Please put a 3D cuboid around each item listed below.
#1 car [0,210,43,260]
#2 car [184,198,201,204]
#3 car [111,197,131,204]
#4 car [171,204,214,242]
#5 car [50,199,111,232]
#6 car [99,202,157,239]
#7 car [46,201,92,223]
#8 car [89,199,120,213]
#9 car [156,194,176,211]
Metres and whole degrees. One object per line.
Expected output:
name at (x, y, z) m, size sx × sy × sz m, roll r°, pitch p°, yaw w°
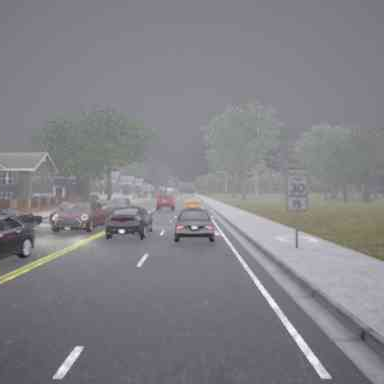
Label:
car at (-6.560, 1.508, 9.991) m, size 1.837 × 1.490 × 4.892 m, roll 0°, pitch 0°, yaw 2°
car at (0.109, 1.482, 39.818) m, size 1.882 × 1.535 × 5.008 m, roll 0°, pitch 0°, yaw 0°
car at (-6.533, 1.356, 29.789) m, size 2.097 × 1.767 × 4.553 m, roll 0°, pitch 0°, yaw 1°
car at (0.104, 1.550, 16.485) m, size 2.033 × 1.411 × 5.357 m, roll 0°, pitch 0°, yaw 0°
car at (-6.584, 1.355, 19.851) m, size 2.097 × 1.767 × 4.553 m, roll 0°, pitch 0°, yaw 0°
car at (-3.146, 1.508, 17.319) m, size 1.837 × 1.490 × 4.892 m, roll 0°, pitch 0°, yaw 0°
car at (-9.798, 1.508, 26.984) m, size 1.837 × 1.490 × 4.892 m, roll 0°, pitch 0°, yaw 1°
car at (-9.801, 1.552, 37.809) m, size 2.033 × 1.411 × 5.357 m, roll 0°, pitch 0°, yaw 0°
car at (-3.230, 1.229, 41.684) m, size 2.150 × 2.045 × 5.566 m, roll 0°, pitch 0°, yaw 0°
